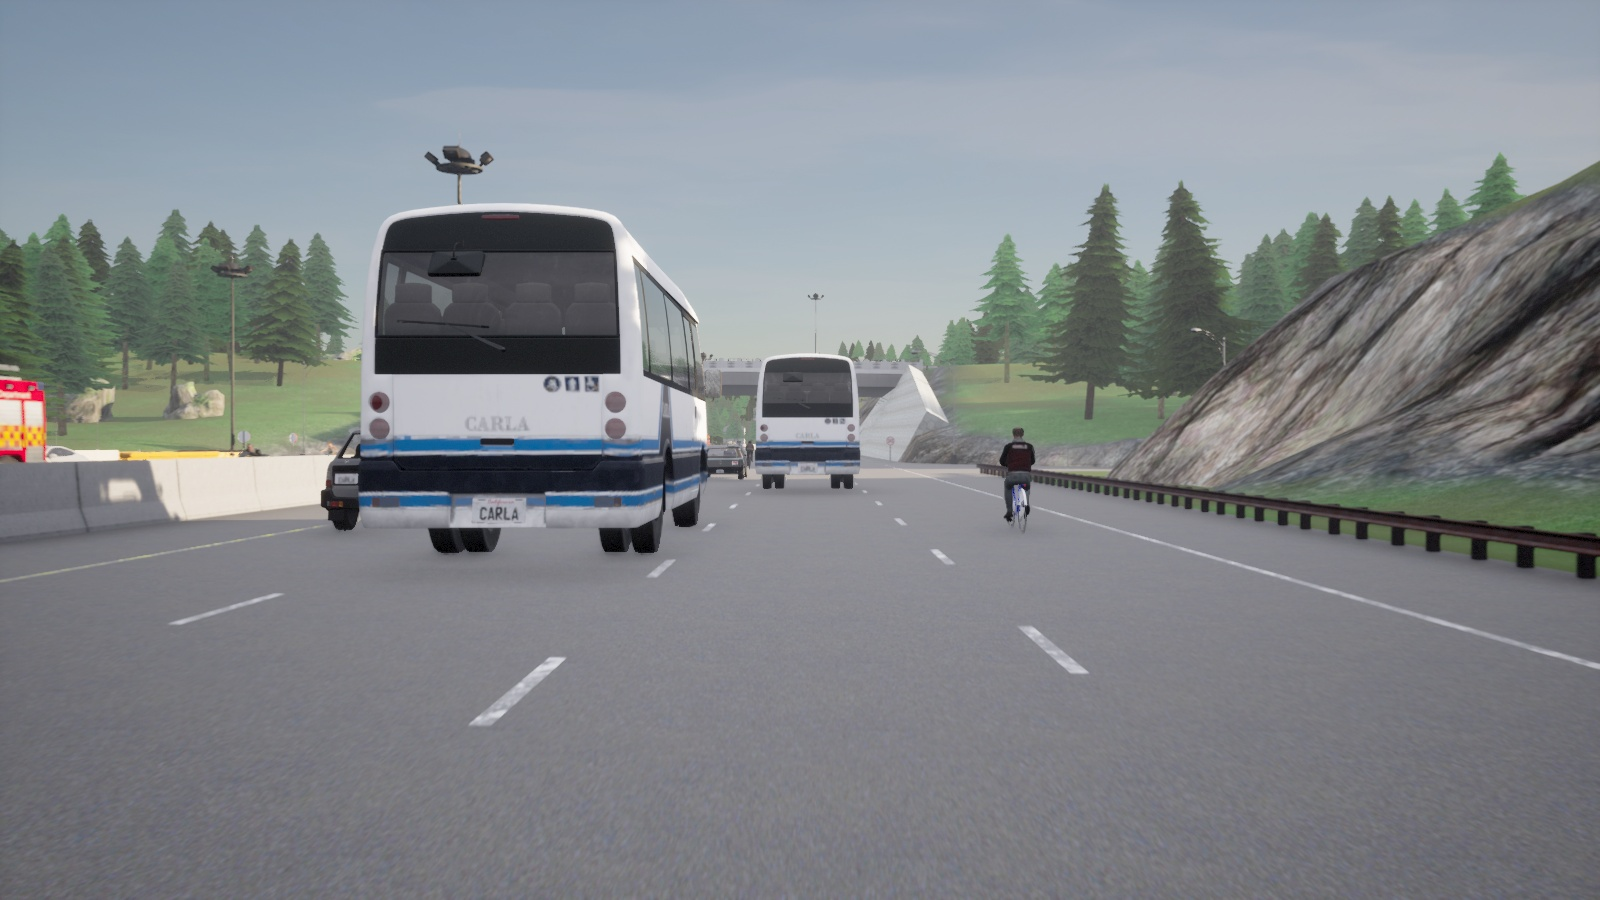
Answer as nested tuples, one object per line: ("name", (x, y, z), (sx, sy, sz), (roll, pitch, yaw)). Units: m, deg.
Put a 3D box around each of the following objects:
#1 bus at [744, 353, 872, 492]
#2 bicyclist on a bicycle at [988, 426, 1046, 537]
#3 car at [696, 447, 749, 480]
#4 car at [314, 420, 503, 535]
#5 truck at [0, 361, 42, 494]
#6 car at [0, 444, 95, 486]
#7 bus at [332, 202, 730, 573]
("bus", (0.266, -0.877, 43.822), (3.944, 4.253, 10.273), (0, 0, 0))
("bicyclist on a bicycle", (3.636, 0.501, 21.125), (0.659, 1.776, 1.843), (0, 1, 0))
("car", (-3.186, 0.548, 52.542), (1.895, 1.301, 4.718), (0, 0, 0))
("car", (-6.856, 0.431, 22.565), (1.932, 1.855, 4.605), (0, 0, 0))
("truck", (-24.367, -0.628, 33.645), (2.891, 3.827, 8.468), (0, 0, 1))
("car", (-27.727, 0.494, 45.431), (1.812, 1.442, 4.674), (0, 0, 0))
("bus", (-3.373, -0.743, 19.542), (3.944, 4.253, 10.273), (0, 0, 0))
